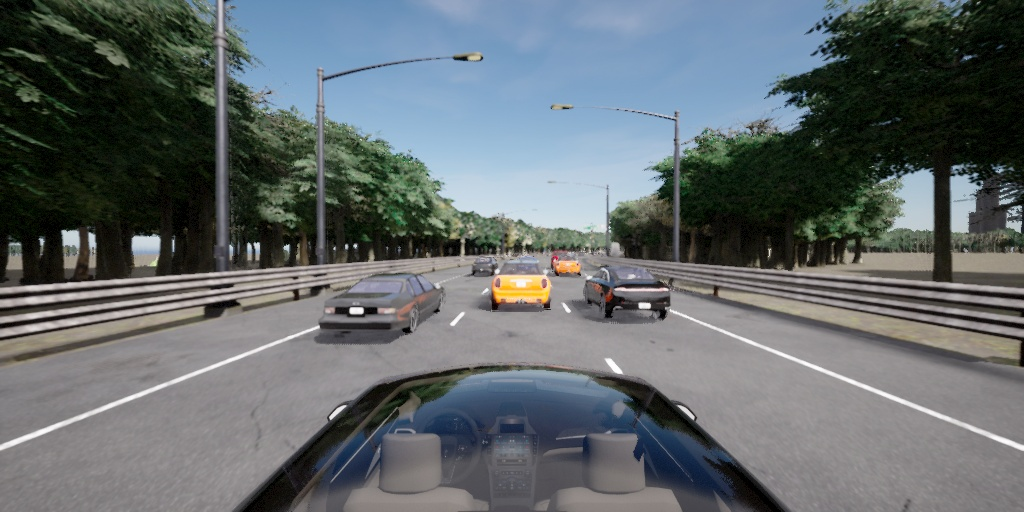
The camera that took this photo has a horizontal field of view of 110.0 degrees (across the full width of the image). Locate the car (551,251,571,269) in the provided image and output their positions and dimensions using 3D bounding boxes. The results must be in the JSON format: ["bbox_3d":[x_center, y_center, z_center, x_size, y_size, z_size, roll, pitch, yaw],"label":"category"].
[{"bbox_3d":[5.814,0.425,43.203,2.150,2.045,5.566,0,1,6],"label":"car"}]

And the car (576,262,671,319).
[{"bbox_3d":[3.690,1.109,12.182,2.128,1.511,4.902,0,1,2],"label":"car"}]

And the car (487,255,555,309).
[{"bbox_3d":[0.373,0.940,14.137,2.097,1.767,4.553,0,1,2],"label":"car"}]

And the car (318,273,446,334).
[{"bbox_3d":[-3.265,1.184,10.179,2.033,1.411,5.357,0,1,1],"label":"car"}]

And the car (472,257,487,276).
[{"bbox_3d":[-2.222,0.857,30.820,2.128,1.511,4.902,0,1,4],"label":"car"}]

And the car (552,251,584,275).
[{"bbox_3d":[4.723,0.716,31.390,2.097,1.767,4.553,0,1,5],"label":"car"}]
